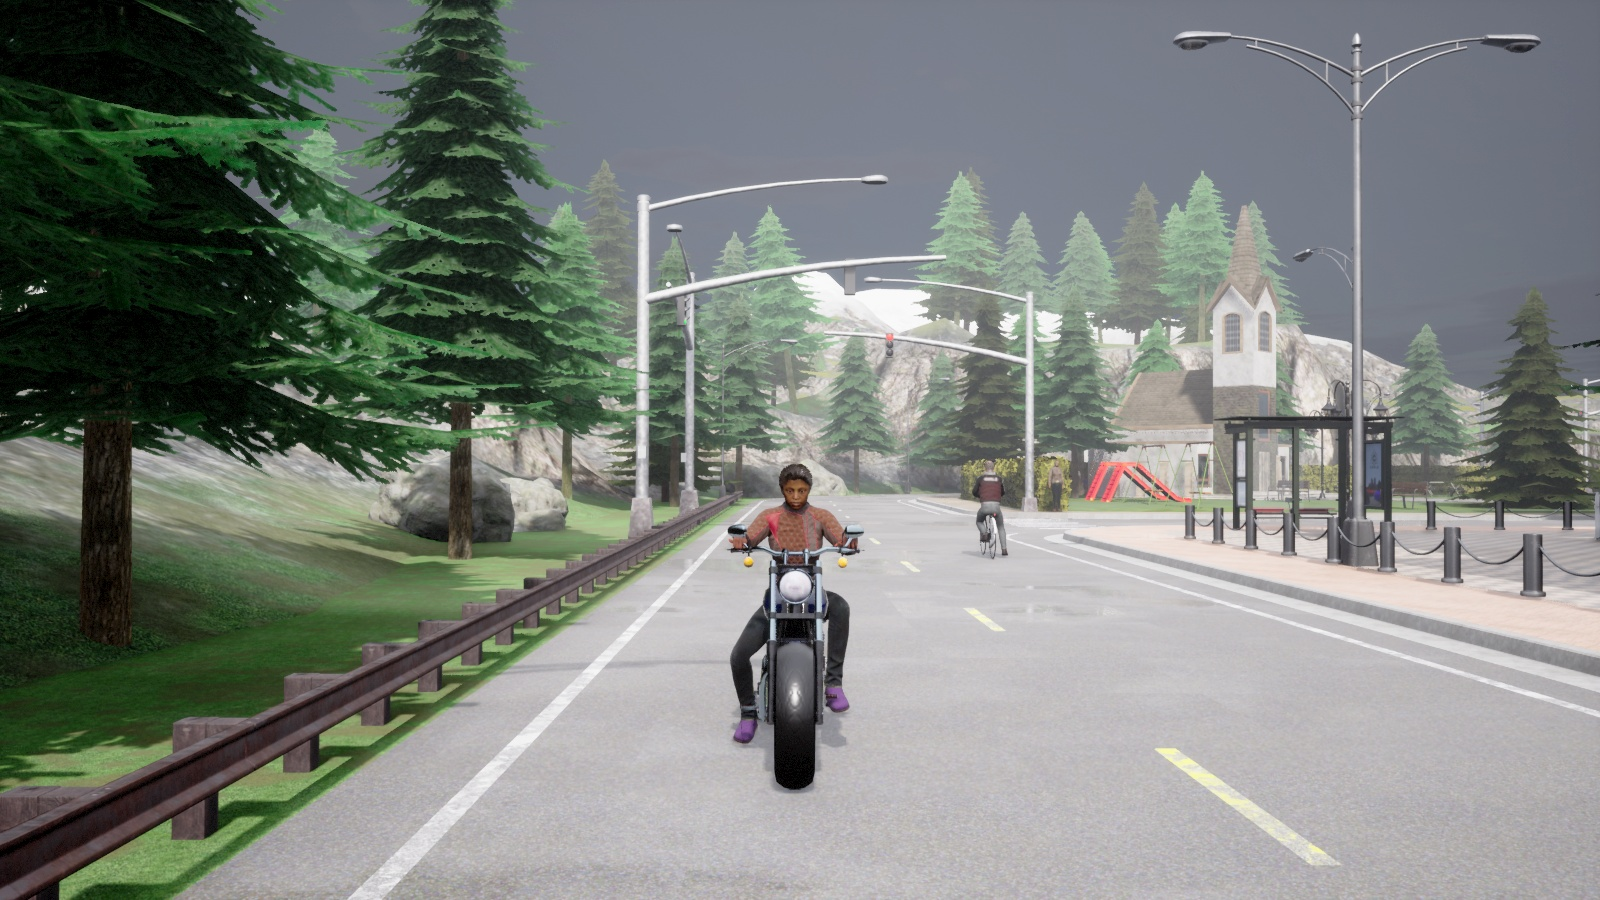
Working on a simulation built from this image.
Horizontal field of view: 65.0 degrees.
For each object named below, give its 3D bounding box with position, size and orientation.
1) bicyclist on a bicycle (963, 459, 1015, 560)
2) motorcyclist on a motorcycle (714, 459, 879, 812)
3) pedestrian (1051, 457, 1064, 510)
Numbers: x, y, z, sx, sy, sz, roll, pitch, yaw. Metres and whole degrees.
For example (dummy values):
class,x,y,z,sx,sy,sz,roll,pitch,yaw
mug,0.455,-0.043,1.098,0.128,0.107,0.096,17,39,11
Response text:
class,x,y,z,sx,sy,sz,roll,pitch,yaw
bicyclist on a bicycle,3.438,1.056,22.945,0.659,1.776,1.843,0,-1,0
motorcyclist on a motorcycle,-0.019,0.883,7.064,0.766,1.649,2.350,0,-1,0
pedestrian,8.943,1.155,43.646,0.331,1.846,0.634,0,-1,1
